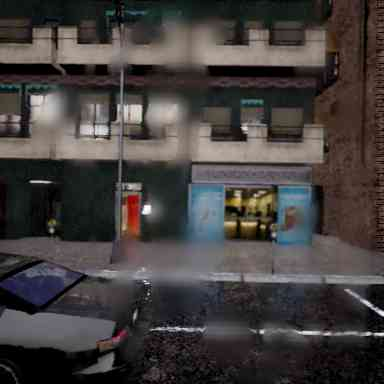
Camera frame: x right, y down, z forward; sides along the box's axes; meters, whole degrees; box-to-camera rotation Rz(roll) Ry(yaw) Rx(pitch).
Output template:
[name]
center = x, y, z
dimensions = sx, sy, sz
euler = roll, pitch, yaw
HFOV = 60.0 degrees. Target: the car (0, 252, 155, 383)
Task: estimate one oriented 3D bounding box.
[car]
center = -3.189, 1.476, 4.047
dimensions = 5.357, 1.411, 2.033
euler = 1, 0, 1
